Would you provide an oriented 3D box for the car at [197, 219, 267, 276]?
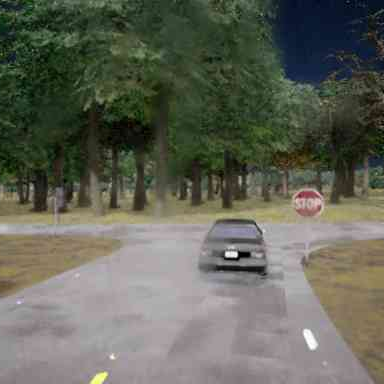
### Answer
[{"bbox_3d":[1.351,1.549,10.479,2.033,1.411,5.357,0,0,9],"label":"car"}]
